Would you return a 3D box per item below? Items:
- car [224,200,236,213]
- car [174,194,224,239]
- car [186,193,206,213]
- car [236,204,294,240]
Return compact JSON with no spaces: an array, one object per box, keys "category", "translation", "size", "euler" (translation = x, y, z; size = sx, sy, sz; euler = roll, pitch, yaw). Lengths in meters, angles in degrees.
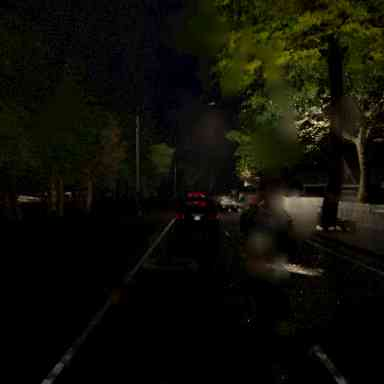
[{"category":"car","translation":[3.969,1.590,37.141],"size":[1.895,1.301,4.718],"euler":[0,0,1]},{"category":"car","translation":[0.265,1.255,17.660],"size":[2.150,2.045,5.566],"euler":[0,0,1]},{"category":"car","translation":[0.452,1.200,37.529],"size":[2.150,2.045,5.566],"euler":[0,0,1]},{"category":"car","translation":[3.772,1.390,17.502],"size":[2.097,1.767,4.553],"euler":[0,0,1]}]
